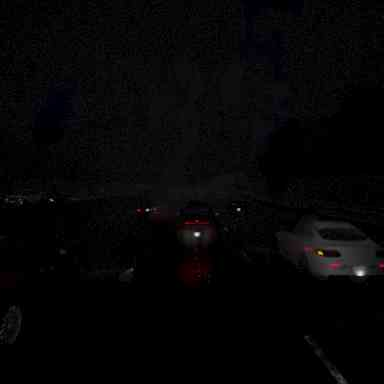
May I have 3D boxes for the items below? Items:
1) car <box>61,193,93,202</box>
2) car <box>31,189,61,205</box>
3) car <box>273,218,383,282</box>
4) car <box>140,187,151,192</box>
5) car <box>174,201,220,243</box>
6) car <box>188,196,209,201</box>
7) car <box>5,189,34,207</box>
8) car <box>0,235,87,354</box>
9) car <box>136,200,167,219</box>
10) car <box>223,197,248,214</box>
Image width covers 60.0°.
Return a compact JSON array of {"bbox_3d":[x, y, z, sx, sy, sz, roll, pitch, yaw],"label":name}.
[{"bbox_3d":[-13.361,0.996,39.726,1.882,1.535,5.008,0,1,2],"label":"car"},{"bbox_3d":[-16.849,0.863,40.048,2.097,1.767,4.553,0,1,2],"label":"car"},{"bbox_3d":[3.644,1.469,9.452,1.812,1.442,4.674,0,1,1],"label":"car"},{"bbox_3d":[-11.159,-0.493,80.590,2.097,1.767,4.553,0,1,4],"label":"car"},{"bbox_3d":[0.229,1.392,15.525,1.837,1.490,4.892,0,0,1],"label":"car"},{"bbox_3d":[0.591,1.143,32.174,1.882,1.535,5.008,0,1,2],"label":"car"},{"bbox_3d":[-20.337,0.720,40.556,2.150,2.045,5.566,0,1,2],"label":"car"},{"bbox_3d":[-3.405,1.492,5.939,1.812,1.442,4.674,0,1,1],"label":"car"},{"bbox_3d":[-3.083,1.307,26.002,2.033,1.411,5.357,0,1,1],"label":"car"},{"bbox_3d":[4.050,1.196,30.703,1.837,1.490,4.892,0,1,2],"label":"car"}]
